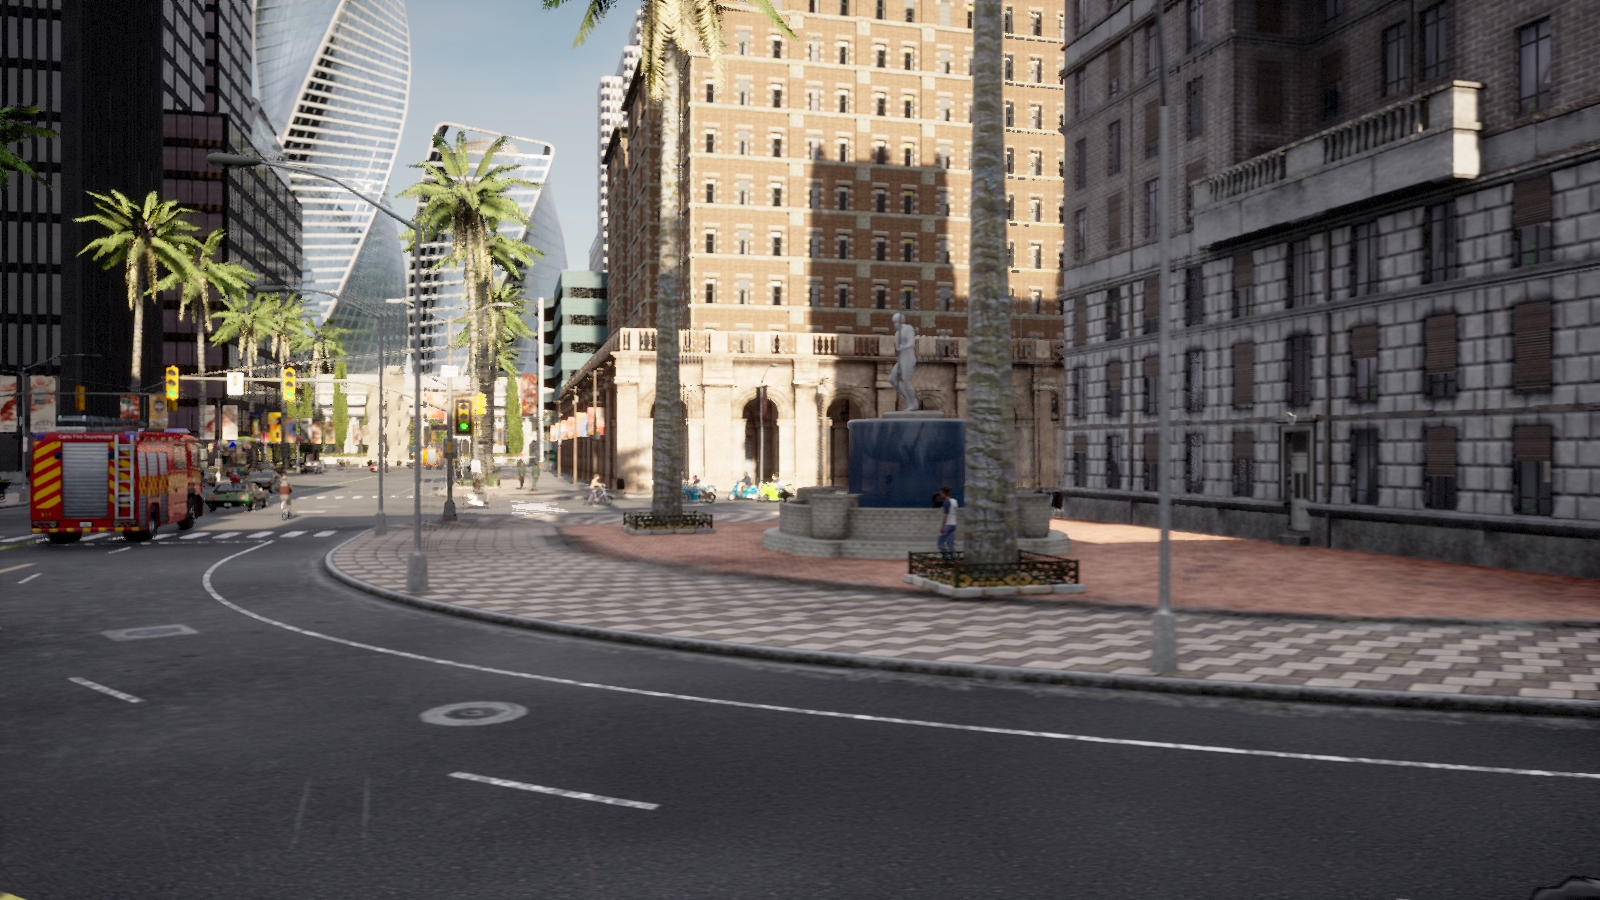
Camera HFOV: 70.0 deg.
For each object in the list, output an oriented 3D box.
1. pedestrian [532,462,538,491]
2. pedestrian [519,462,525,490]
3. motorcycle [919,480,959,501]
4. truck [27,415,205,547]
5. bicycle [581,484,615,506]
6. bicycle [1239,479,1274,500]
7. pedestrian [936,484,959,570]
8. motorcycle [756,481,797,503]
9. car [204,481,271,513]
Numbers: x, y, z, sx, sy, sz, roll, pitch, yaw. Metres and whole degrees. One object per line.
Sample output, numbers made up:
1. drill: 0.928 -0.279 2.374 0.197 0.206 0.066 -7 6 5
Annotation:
1. pedestrian: -16.973 1.715 73.232 0.375 1.860 0.375 0 0 -13
2. pedestrian: -18.656 1.716 76.605 0.375 1.860 0.375 0 0 -21
3. motorcycle: 7.665 2.231 62.966 2.033 1.145 0.803 0 0 -16
4. truck: -22.156 0.899 37.592 2.891 3.827 8.468 0 0 -16
5. bicycle: -10.208 2.272 57.768 1.487 1.080 0.859 0 0 11
6. bicycle: 25.816 2.231 64.637 1.835 1.171 0.329 0 -1 -5
7. pedestrian: 3.281 1.704 25.419 0.375 1.860 0.375 0 0 32
8. motorcycle: -1.257 2.230 60.623 2.033 1.145 0.803 0 0 -16
9. car: -26.227 2.167 53.439 1.895 1.301 4.718 0 0 -14
